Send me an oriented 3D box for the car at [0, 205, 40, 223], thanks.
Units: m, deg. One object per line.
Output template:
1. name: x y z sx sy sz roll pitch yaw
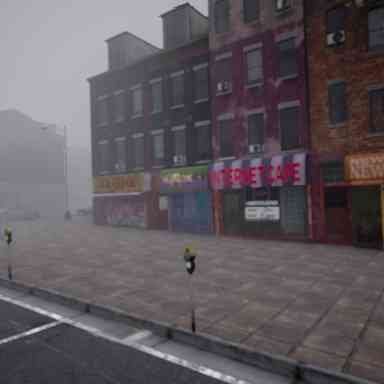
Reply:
1. car: -15.227 1.829 28.314 1.994 1.385 4.181 -3 -2 36

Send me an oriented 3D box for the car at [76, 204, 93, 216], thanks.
1. car: -9.757 1.807 35.893 2.033 1.411 5.357 -3 -2 35
